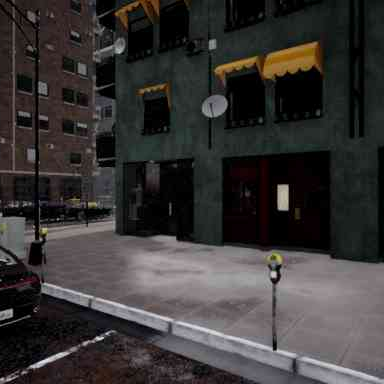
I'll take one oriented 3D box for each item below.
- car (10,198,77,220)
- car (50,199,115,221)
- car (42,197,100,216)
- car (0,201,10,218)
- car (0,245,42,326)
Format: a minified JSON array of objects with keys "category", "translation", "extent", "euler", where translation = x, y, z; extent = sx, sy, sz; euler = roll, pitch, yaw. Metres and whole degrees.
[{"category":"car","translation":[-11.222,1.345,25.664],"extent":[1.994,1.385,4.181],"euler":[0,1,35]},{"category":"car","translation":[-7.752,1.363,24.949],"extent":[1.895,1.301,4.718],"euler":[0,1,34]},{"category":"car","translation":[-10.985,1.250,30.512],"extent":[1.752,1.417,4.829],"euler":[1,1,35]},{"category":"car","translation":[-14.073,1.350,26.085],"extent":[2.008,1.369,4.403],"euler":[1,1,35]},{"category":"car","translation":[-4.501,1.551,6.079],"extent":[4.403,1.369,2.008],"euler":[0,0,35]}]
